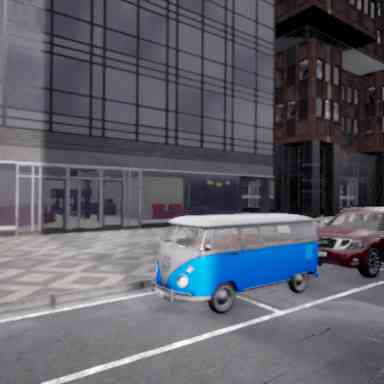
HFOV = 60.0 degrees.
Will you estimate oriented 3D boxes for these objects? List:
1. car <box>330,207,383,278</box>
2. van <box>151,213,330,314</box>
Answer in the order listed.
[{"bbox_3d":[5.678,1.421,10.692,5.009,1.841,2.192,1,0,-35],"label":"car"},{"bbox_3d":[1.109,1.391,7.436,3.998,1.788,1.690,1,0,-35],"label":"van"}]
